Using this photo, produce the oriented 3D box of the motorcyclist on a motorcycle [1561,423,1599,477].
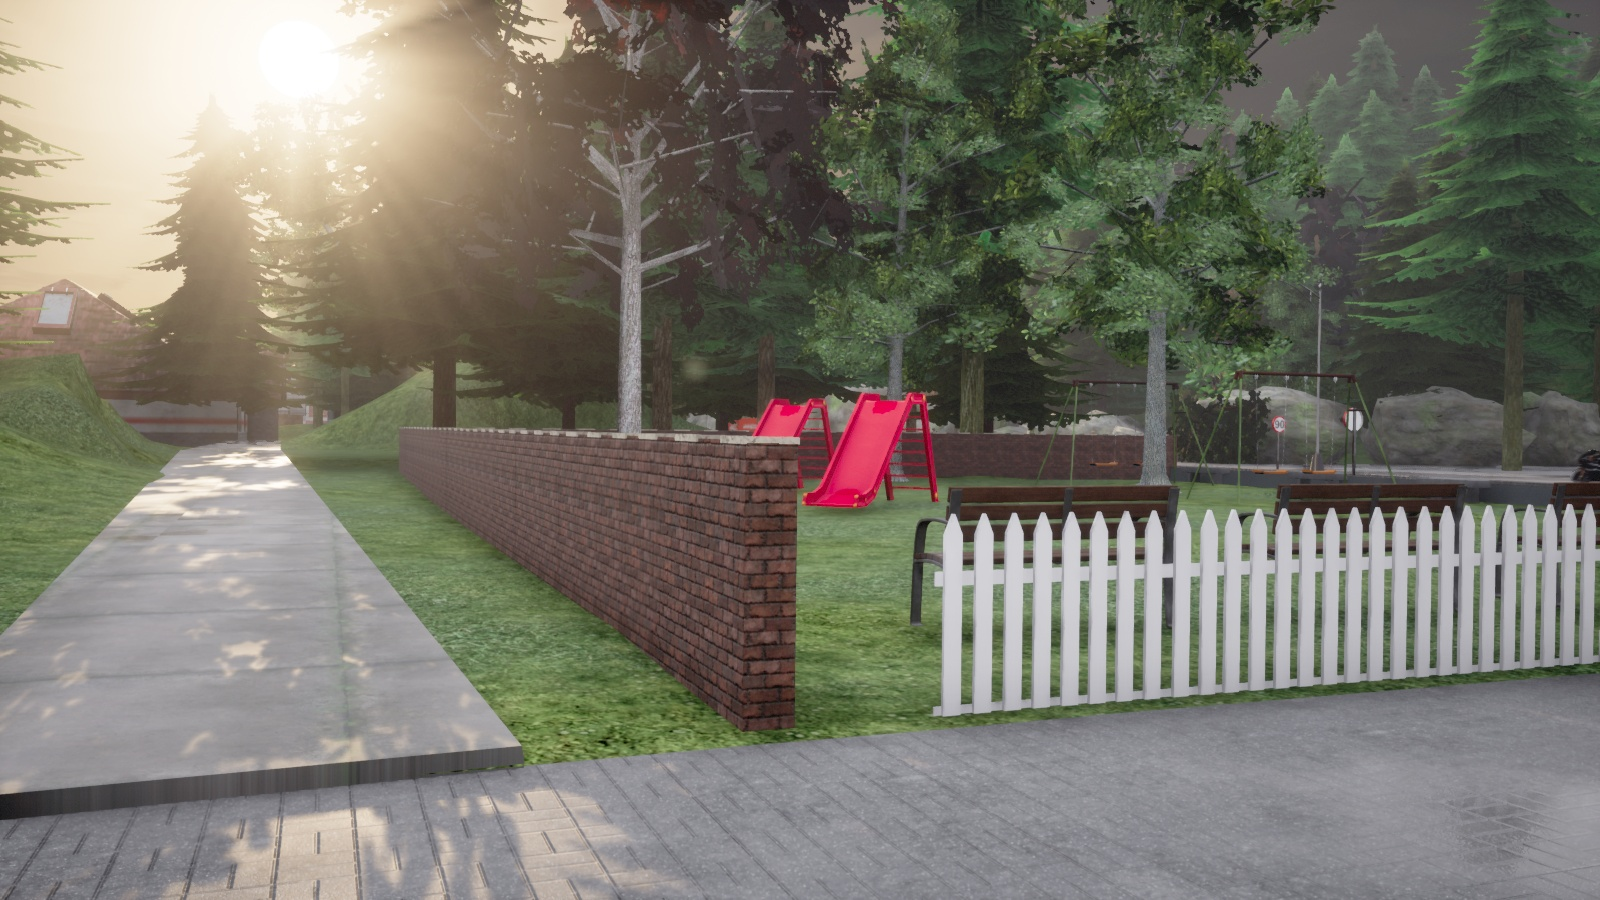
[{"bbox_3d":[23.310,-0.009,36.289,0.866,1.530,2.191,-1,1,-21],"label":"motorcyclist on a motorcycle"}]
